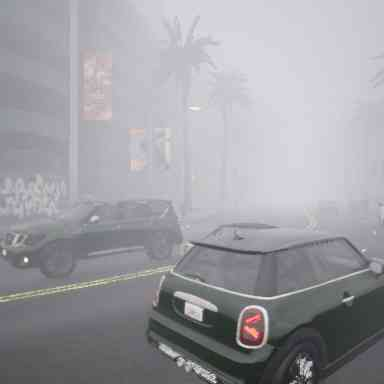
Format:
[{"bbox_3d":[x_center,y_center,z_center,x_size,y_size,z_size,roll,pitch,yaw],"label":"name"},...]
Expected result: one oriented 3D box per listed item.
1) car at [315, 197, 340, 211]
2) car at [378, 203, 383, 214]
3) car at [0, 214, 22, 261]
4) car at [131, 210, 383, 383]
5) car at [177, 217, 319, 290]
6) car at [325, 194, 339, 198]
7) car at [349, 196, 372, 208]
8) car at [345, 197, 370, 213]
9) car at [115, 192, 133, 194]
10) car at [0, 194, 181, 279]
[{"bbox_3d":[13.572,1.531,33.569,2.033,1.411,5.357,0,0,16],"label":"car"},{"bbox_3d":[12.158,1.216,19.136,2.150,2.045,5.566,0,0,26],"label":"car"},{"bbox_3d":[-8.048,1.550,10.816,4.181,1.385,1.994,0,0,-37],"label":"car"},{"bbox_3d":[1.633,1.350,5.092,4.553,1.767,2.097,0,0,-40],"label":"car"},{"bbox_3d":[1.914,1.595,9.992,1.895,1.301,4.718,0,0,44],"label":"car"},{"bbox_3d":[32.877,1.318,77.300,2.185,1.767,4.553,0,0,16],"label":"car"},{"bbox_3d":[24.785,1.461,49.062,2.231,1.521,4.892,0,0,16],"label":"car"},{"bbox_3d":[18.064,1.476,36.565,2.128,1.511,4.902,0,0,16],"label":"car"},{"bbox_3d":[-10.836,0.982,51.444,2.435,2.045,5.566,0,0,16],"label":"car"},{"bbox_3d":[-2.811,1.212,10.484,5.566,2.045,2.150,0,0,-43],"label":"car"}]
